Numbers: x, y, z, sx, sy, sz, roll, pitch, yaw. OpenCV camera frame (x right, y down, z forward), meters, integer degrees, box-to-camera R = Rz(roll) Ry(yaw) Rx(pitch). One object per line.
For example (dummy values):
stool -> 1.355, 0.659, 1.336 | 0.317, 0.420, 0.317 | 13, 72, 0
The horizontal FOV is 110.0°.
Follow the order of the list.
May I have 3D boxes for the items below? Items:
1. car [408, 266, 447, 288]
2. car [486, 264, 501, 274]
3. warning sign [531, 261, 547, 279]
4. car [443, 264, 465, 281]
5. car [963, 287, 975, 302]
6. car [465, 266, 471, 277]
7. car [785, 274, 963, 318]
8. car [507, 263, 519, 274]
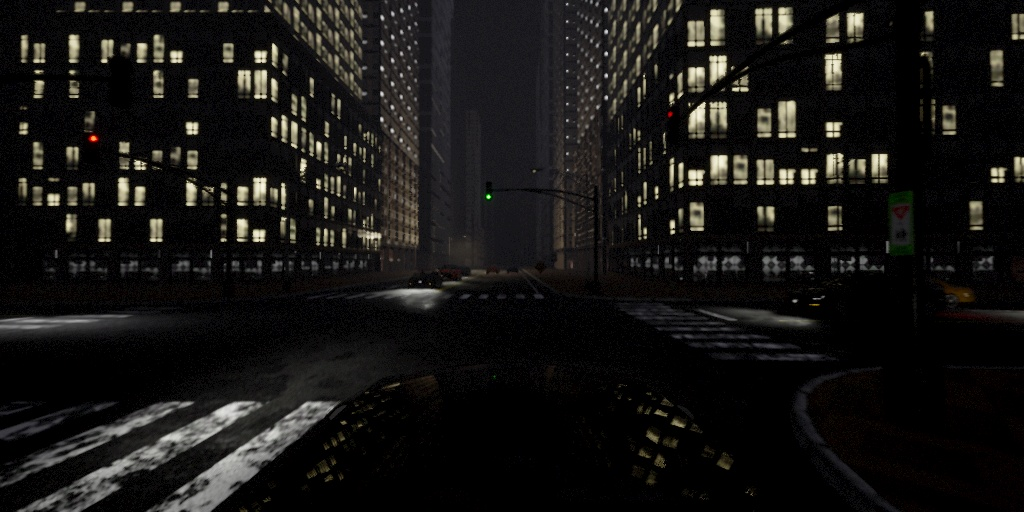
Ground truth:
car -> -6.596, 1.706, 27.726 | 1.994, 1.385, 4.181 | 0, -1, 0
car -> -3.144, 2.132, 58.516 | 1.882, 1.535, 5.008 | 0, -1, 0
warning sign -> 2.854, 1.385, 35.751 | 1.300, 1.860, 1.060 | 0, 0, 0
car -> -6.595, 1.654, 37.724 | 2.097, 1.767, 4.553 | 0, -1, 0
car -> 17.089, 1.488, 15.762 | 4.829, 1.417, 1.751 | 0, 0, 2
car -> -6.590, 2.024, 48.217 | 2.033, 1.411, 5.357 | 0, -1, 0
car -> 12.987, 1.434, 13.322 | 4.892, 1.490, 1.837 | 0, -1, 2
car -> 0.104, 2.159, 59.248 | 2.128, 1.511, 4.902 | 0, -1, 0
